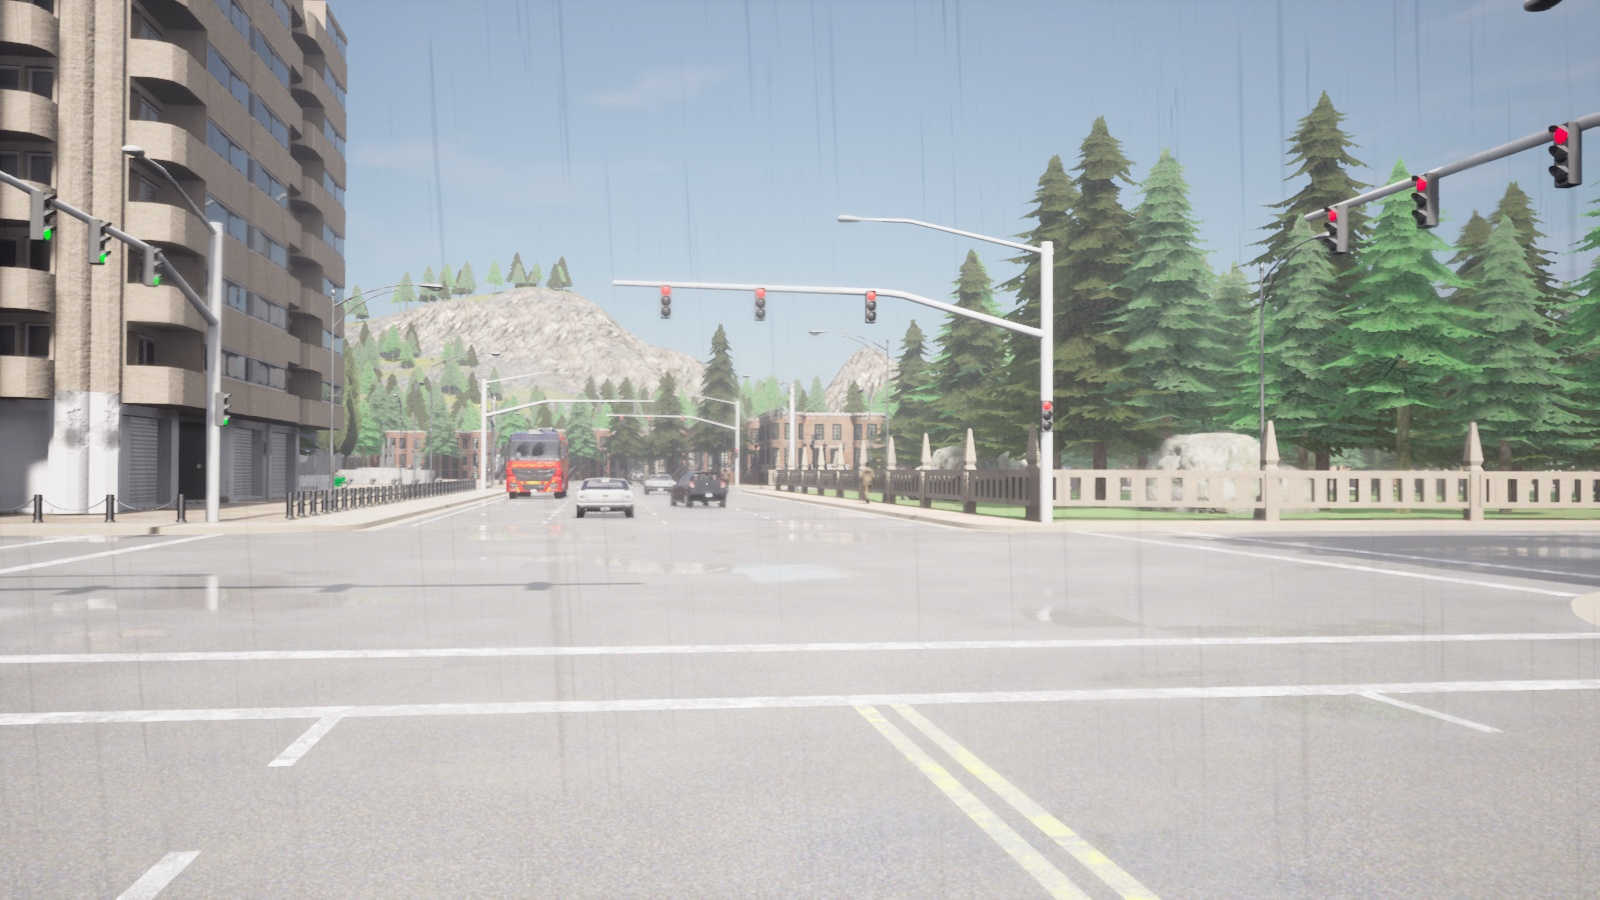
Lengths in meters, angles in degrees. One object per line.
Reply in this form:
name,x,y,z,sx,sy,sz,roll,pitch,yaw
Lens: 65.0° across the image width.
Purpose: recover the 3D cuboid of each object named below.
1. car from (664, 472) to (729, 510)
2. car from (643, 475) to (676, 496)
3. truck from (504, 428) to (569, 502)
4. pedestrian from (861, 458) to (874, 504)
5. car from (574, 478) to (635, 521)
car,-4.401,1.704,53.145,1.845,1.501,3.633,0,-1,-20
car,-9.050,2.252,80.483,1.895,1.301,4.718,0,-1,-9
truck,-14.358,0.823,68.953,2.891,3.827,8.468,0,-1,-8
pedestrian,2.857,1.319,53.255,0.396,1.930,0.692,0,-1,-8
car,-6.480,1.614,41.686,1.895,1.301,4.718,0,-1,-9
